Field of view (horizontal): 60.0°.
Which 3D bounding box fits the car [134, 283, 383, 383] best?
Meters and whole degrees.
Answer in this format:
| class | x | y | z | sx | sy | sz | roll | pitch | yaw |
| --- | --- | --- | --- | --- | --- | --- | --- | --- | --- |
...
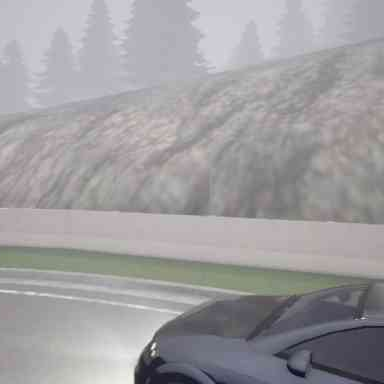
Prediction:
| class | x | y | z | sx | sy | sz | roll | pitch | yaw |
| --- | --- | --- | --- | --- | --- | --- | --- | --- | --- |
| car | 1.527 | 1.516 | 2.708 | 4.181 | 1.385 | 1.994 | 2 | 1 | 34 |
